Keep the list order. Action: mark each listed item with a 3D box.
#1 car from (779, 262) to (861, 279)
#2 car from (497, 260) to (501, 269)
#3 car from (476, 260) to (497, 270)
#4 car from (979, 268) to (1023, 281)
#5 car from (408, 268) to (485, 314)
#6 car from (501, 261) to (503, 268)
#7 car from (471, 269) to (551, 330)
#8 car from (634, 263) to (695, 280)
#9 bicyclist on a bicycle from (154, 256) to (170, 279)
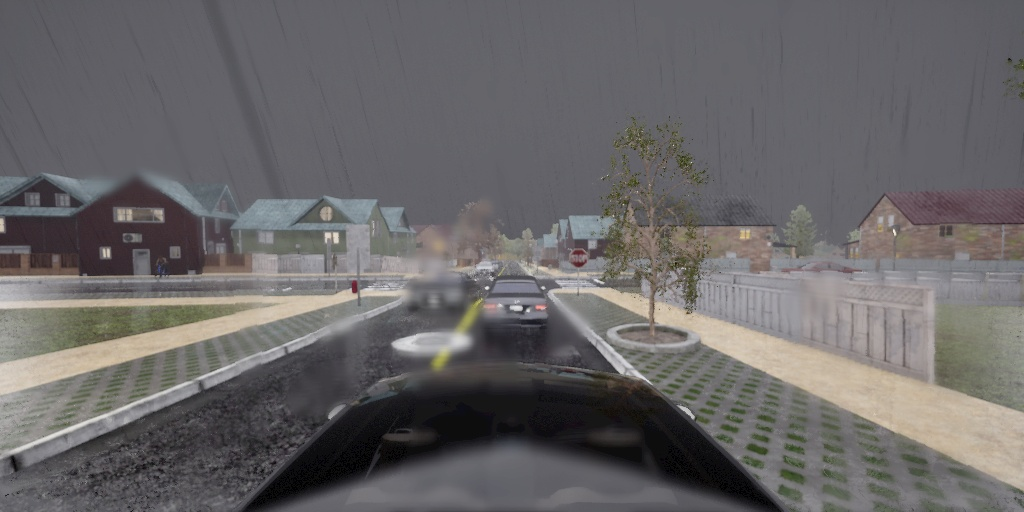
[{"bbox_3d":[22.507,1.220,26.351,5.008,1.535,1.882,1,3,7],"label":"car"},{"bbox_3d":[-2.826,1.436,47.623,1.895,1.301,4.718,0,0,0],"label":"car"},{"bbox_3d":[-2.795,1.327,37.691,1.812,1.442,4.674,0,0,-2],"label":"car"},{"bbox_3d":[35.215,1.442,24.280,4.718,1.301,1.895,1,3,13],"label":"car"},{"bbox_3d":[-2.425,1.319,13.758,1.994,1.385,4.181,0,0,4],"label":"car"},{"bbox_3d":[-2.819,1.426,58.148,2.033,1.411,5.357,0,0,0],"label":"car"},{"bbox_3d":[0.105,1.302,11.124,2.033,1.411,5.357,0,0,0],"label":"car"},{"bbox_3d":[11.685,1.230,27.102,4.674,1.442,1.812,0,3,2],"label":"car"},{"bbox_3d":[-24.873,0.786,25.497,0.582,1.620,1.656,0,3,-16],"label":"bicyclist on a bicycle"}]
